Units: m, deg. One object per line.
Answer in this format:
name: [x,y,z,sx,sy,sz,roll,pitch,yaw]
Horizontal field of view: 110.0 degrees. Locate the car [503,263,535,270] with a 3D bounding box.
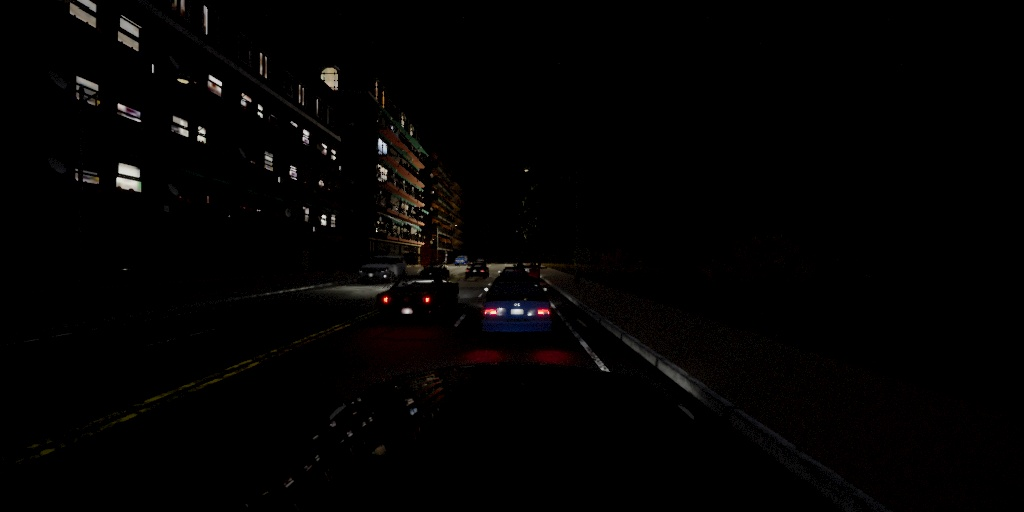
car: [0.118,1.317,20.898,1.994,1.385,4.181,0,0,1]

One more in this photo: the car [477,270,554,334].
car: [0.112,1.299,10.565,2.033,1.411,5.357,0,0,0]

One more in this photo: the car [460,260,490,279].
car: [-3.107,1.301,32.651,2.033,1.411,5.357,0,0,0]

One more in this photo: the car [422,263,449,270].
car: [-6.564,1.317,30.771,1.994,1.385,4.181,0,0,0]

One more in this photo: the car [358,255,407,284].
car: [-9.818,0.975,27.710,2.150,2.045,5.566,0,0,0]

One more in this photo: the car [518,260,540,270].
car: [1.173,1.104,29.833,2.097,1.767,4.553,0,0,0]

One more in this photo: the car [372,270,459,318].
car: [-3.137,1.352,12.991,1.895,1.301,4.718,0,0,0]
